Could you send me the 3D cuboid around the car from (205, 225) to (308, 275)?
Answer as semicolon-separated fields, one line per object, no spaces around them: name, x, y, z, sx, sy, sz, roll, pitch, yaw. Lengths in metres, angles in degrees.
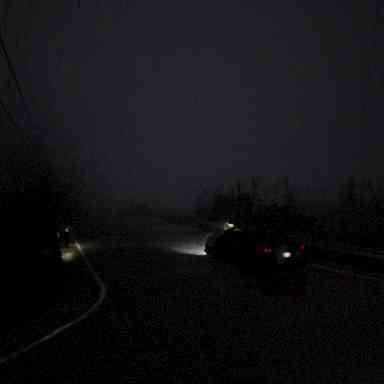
car;2.047;1.839;11.629;1.994;1.385;4.181;0;-1;-22
